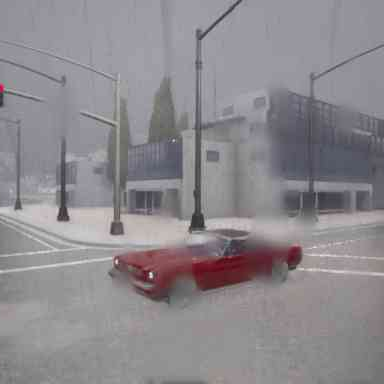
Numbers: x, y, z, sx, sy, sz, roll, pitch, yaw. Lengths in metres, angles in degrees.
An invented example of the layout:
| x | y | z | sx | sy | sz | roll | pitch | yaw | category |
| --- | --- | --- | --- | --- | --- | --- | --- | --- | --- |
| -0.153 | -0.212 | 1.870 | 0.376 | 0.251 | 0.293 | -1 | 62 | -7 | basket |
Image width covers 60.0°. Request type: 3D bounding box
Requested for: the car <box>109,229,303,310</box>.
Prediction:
| x | y | z | sx | sy | sz | roll | pitch | yaw | category |
| --- | --- | --- | --- | --- | --- | --- | --- | --- | --- |
| 0.511 | 1.604 | 7.946 | 4.718 | 1.301 | 1.895 | 0 | 0 | -38 | car |
